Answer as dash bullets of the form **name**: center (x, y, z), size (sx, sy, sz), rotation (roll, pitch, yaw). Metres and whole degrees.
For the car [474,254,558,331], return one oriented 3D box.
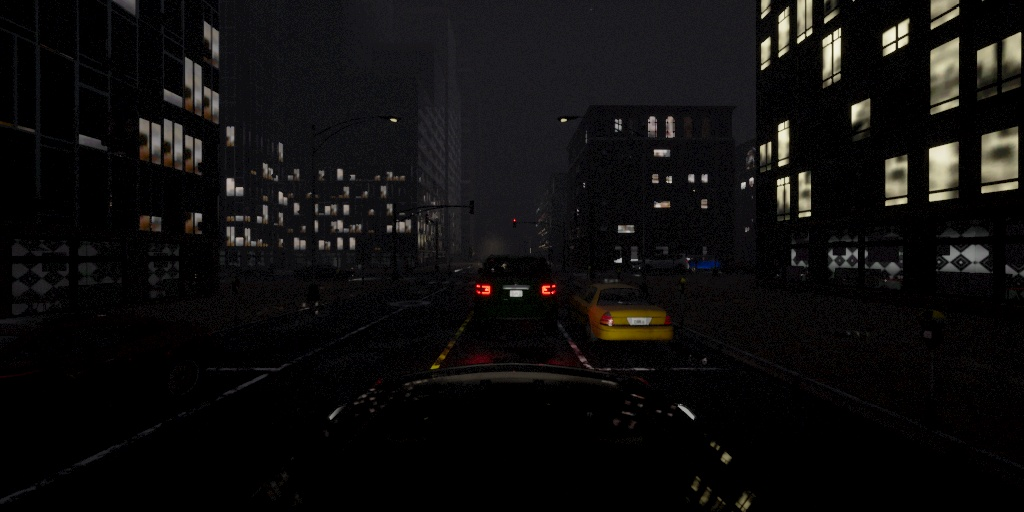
- **car**: center (0.090, 0.971, 11.072), size (2.150, 2.045, 5.566), rotation (0, 0, 0)

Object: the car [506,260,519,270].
- **car**: center (0.067, 1.278, 53.613), size (1.812, 1.442, 4.674), rotation (0, 0, 0)

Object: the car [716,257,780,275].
- **car**: center (21.060, 1.019, 31.921), size (4.507, 1.381, 1.888), rotation (0, 0, -1)

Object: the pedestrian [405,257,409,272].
- **pedestrian**: center (-12.387, 1.020, 42.342), size (0.375, 1.860, 0.375), rotation (0, 1, -1)

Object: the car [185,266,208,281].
- **car**: center (-31.513, 1.651, 33.720), size (4.892, 1.490, 1.837), rotation (1, 0, -1)

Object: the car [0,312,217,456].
- **car**: center (-5.317, 1.332, 3.783), size (1.802, 1.307, 4.207), rotation (0, 0, 0)

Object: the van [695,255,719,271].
- **van**: center (20.945, 0.800, 39.800), size (3.998, 1.789, 1.690), rotation (0, 0, -1)

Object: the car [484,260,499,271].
- **car**: center (-2.916, 1.300, 51.973), size (2.033, 1.411, 5.357), rotation (0, 0, -3)

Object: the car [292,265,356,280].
- **car**: center (-17.719, 1.515, 33.907), size (5.357, 1.411, 2.033), rotation (-1, 0, -1)

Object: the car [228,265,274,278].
- **car**: center (-28.436, 1.648, 39.143), size (4.403, 1.370, 2.007), rotation (0, 0, -1)

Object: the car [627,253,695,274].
- **car**: center (15.401, 0.755, 37.271), size (5.566, 2.045, 2.150), rotation (-1, 0, -1)

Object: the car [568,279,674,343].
- **car**: center (2.558, 1.275, 9.519), size (1.751, 1.417, 4.829), rotation (0, 0, 0)
